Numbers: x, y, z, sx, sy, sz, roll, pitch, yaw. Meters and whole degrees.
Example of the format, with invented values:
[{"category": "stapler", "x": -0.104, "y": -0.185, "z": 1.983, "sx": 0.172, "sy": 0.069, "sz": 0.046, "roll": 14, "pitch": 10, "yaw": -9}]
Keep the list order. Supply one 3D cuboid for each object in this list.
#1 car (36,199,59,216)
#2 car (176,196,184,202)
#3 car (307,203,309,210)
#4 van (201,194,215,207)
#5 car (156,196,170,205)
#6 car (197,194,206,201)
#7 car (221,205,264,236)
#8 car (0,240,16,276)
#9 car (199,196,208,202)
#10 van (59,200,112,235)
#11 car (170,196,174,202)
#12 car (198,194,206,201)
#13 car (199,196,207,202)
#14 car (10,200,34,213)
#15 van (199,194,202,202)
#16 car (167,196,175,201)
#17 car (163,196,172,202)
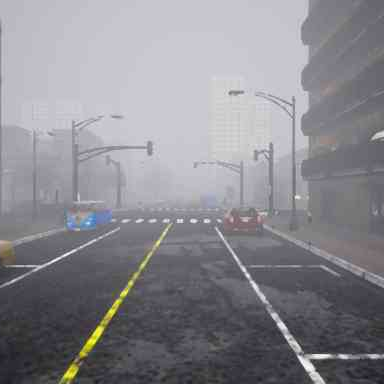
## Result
[{"category": "car", "x": -12.351, "y": 1.592, "z": 33.426, "sx": 5.357, "sy": 1.411, "sz": 2.033, "roll": -1, "pitch": 0, "yaw": 0}, {"category": "car", "x": -3.000, "y": 1.616, "z": 82.520, "sx": 1.882, "sy": 1.535, "sz": 5.008, "roll": 0, "pitch": 0, "yaw": 0}, {"category": "car", "x": 13.994, "y": 1.209, "z": 33.230, "sx": 4.553, "sy": 1.767, "sz": 2.097, "roll": -1, "pitch": 0, "yaw": 0}, {"category": "van", "x": 2.688, "y": 1.404, "z": 50.973, "sx": 1.690, "sy": 1.788, "sz": 3.998, "roll": 0, "pitch": 0, "yaw": 0}, {"category": "car", "x": -5.692, "y": 1.613, "z": 61.863, "sx": 1.752, "sy": 1.417, "sz": 4.829, "roll": 0, "pitch": 0, "yaw": 0}, {"category": "car", "x": 2.687, "y": 1.498, "z": 95.148, "sx": 2.192, "sy": 1.841, "sz": 5.009, "roll": 0, "pitch": 0, "yaw": 0}, {"category": "car", "x": 2.689, "y": 1.450, "z": 18.593, "sx": 1.967, "sy": 1.590, "sz": 4.097, "roll": 0, "pitch": 0, "yaw": 0}, {"category": "car", "x": -5.691, "y": 1.524, "z": 7.118, "sx": 1.752, "sy": 1.417, "sz": 4.829, "roll": 0, "pitch": 0, "yaw": 0}, {"category": "car", "x": 2.688, "y": 1.659, "z": 78.752, "sx": 1.752, "sy": 1.417, "sz": 4.829, "roll": 0, "pitch": 0, "yaw": 0}, {"category": "van", "x": -5.692, "y": 1.351, "z": 18.612, "sx": 1.690, "sy": 1.788, "sz": 3.998, "roll": 0, "pitch": 0, "yaw": 0}, {"category": "car", "x": -5.693, "y": 1.557, "z": 73.078, "sx": 1.967, "sy": 1.590, "sz": 4.097, "roll": 0, "pitch": 0, "yaw": 0}, {"category": "car", "x": 2.687, "y": 1.481, "z": 89.626, "sx": 2.192, "sy": 1.841, "sz": 5.009, "roll": 0, "pitch": 0, "yaw": 0}, {"category": "car", "x": 2.688, "y": 1.715, "z": 84.102, "sx": 1.947, "sy": 1.339, "sz": 4.313, "roll": 0, "pitch": 0, "yaw": 0}, {"category": "car", "x": -19.105, "y": 1.607, "z": 39.159, "sx": 4.097, "sy": 1.590, "sz": 1.967, "roll": 0, "pitch": 0, "yaw": 0}, {"category": "van", "x": 2.687, "y": 1.430, "z": 62.017, "sx": 1.690, "sy": 1.788, "sz": 3.998, "roll": 0, "pitch": 0, "yaw": 0}, {"category": "car", "x": -5.693, "y": 1.710, "z": 89.642, "sx": 1.887, "sy": 1.381, "sz": 4.507, "roll": 0, "pitch": 0, "yaw": 0}, {"category": "car", "x": -5.693, "y": 1.678, "z": 78.600, "sx": 1.887, "sy": 1.381, "sz": 4.507, "roll": 0, "pitch": 0, "yaw": 0}]
